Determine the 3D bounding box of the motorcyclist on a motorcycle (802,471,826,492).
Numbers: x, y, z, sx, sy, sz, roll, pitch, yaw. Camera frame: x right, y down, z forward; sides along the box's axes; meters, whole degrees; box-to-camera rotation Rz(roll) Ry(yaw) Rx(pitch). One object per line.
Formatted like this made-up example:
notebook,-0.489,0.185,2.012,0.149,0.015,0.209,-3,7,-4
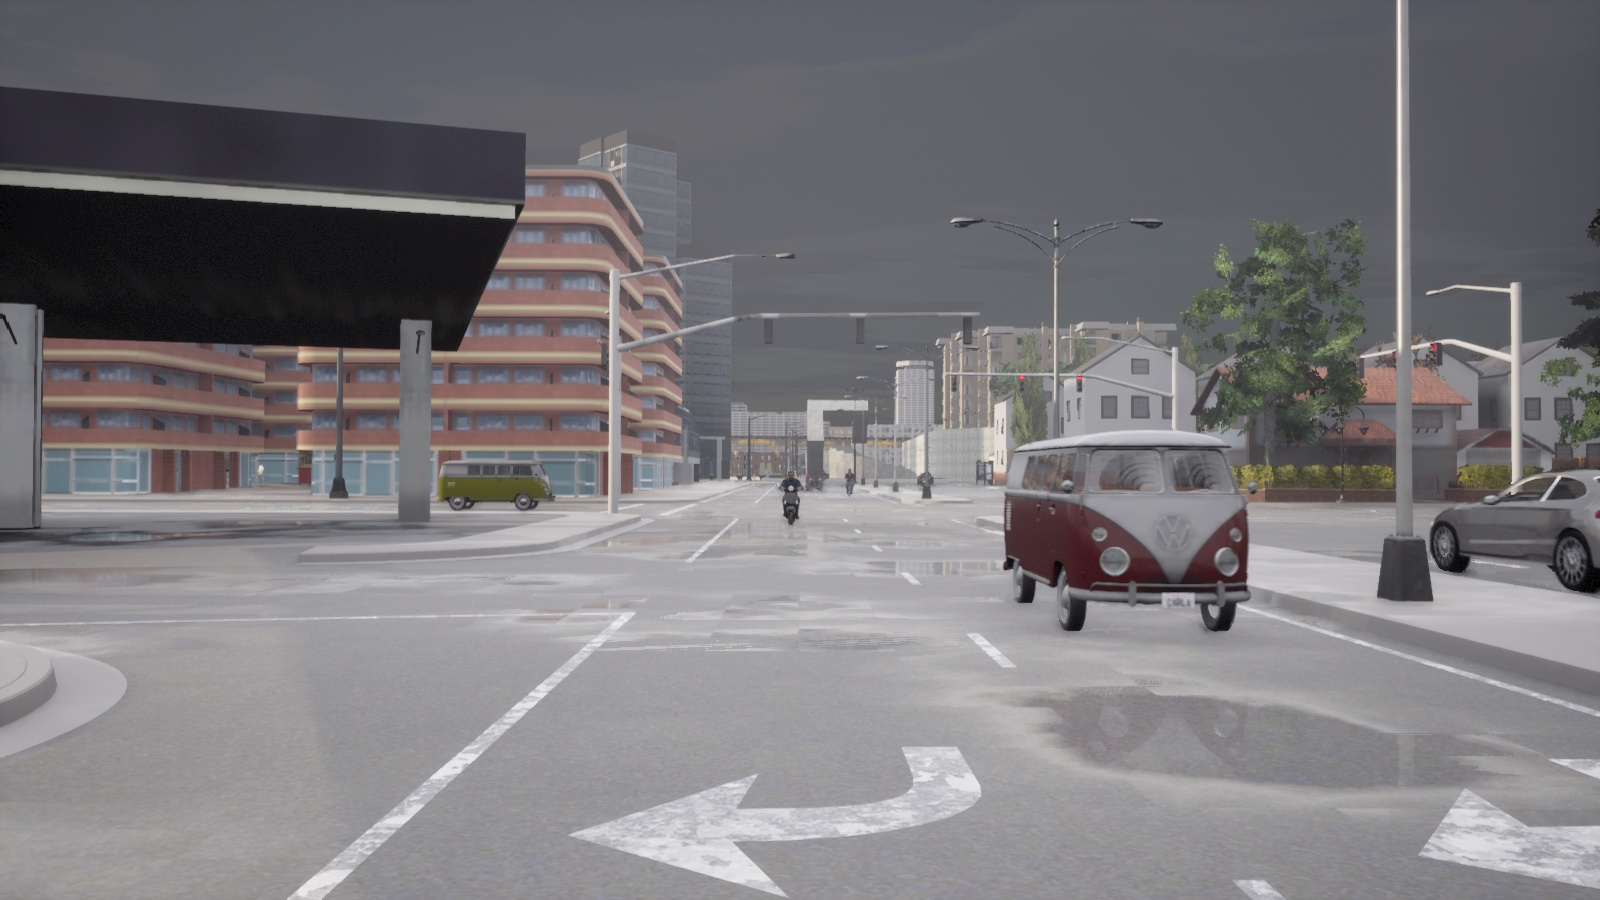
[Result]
motorcyclist on a motorcycle,1.114,2.439,98.148,0.766,1.649,2.350,-1,-1,32

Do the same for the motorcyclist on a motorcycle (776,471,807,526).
motorcyclist on a motorcycle,-0.254,1.405,37.135,0.866,1.590,1.817,0,-1,0

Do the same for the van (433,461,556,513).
van,-12.050,1.467,49.723,4.442,1.987,1.775,0,-1,-2

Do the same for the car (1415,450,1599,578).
car,11.374,0.864,18.463,2.152,1.651,5.027,0,-1,0

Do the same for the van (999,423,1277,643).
van,3.409,0.787,13.588,1.775,1.987,4.442,0,-1,0
